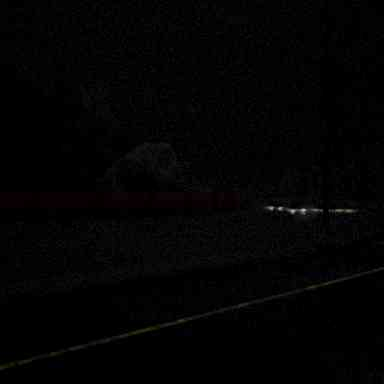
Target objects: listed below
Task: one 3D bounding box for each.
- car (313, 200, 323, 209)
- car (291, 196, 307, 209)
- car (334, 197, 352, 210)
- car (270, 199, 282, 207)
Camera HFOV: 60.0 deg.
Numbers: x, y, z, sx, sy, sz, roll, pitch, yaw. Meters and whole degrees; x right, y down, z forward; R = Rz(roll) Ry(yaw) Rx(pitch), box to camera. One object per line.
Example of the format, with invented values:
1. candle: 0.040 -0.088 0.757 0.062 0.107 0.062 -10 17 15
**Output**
1. car: 21.304 2.020 55.417 1.882 1.535 5.008 1 0 15
2. car: 17.289 1.719 53.954 2.150 2.045 5.566 1 0 17
3. car: 24.818 1.789 54.857 2.150 2.045 5.566 1 0 15
4. car: 15.715 2.015 62.406 1.882 1.535 5.008 0 -1 10
